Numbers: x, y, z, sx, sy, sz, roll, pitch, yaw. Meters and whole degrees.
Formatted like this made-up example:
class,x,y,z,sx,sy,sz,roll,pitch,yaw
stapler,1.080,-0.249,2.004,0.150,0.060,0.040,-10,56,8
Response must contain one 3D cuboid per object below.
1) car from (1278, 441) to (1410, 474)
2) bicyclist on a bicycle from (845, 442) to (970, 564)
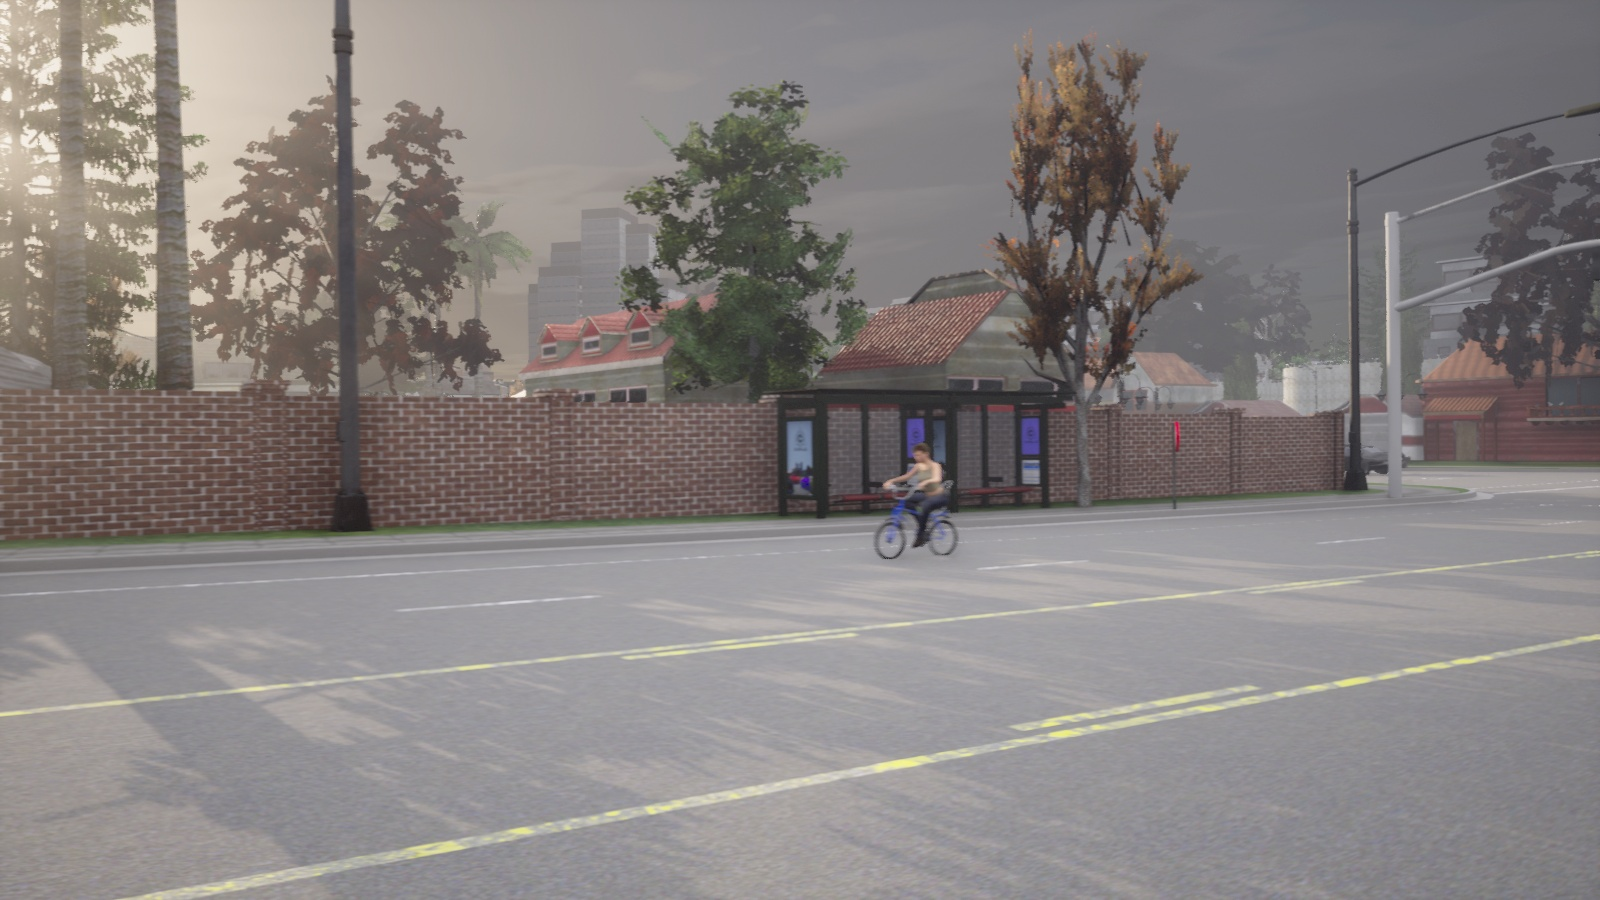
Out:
class,x,y,z,sx,sy,sz,roll,pitch,yaw
car,25.268,0.336,58.526,2.033,1.411,5.357,-1,1,-36
bicyclist on a bicycle,1.499,0.704,17.483,1.509,1.612,0.866,0,0,-35
